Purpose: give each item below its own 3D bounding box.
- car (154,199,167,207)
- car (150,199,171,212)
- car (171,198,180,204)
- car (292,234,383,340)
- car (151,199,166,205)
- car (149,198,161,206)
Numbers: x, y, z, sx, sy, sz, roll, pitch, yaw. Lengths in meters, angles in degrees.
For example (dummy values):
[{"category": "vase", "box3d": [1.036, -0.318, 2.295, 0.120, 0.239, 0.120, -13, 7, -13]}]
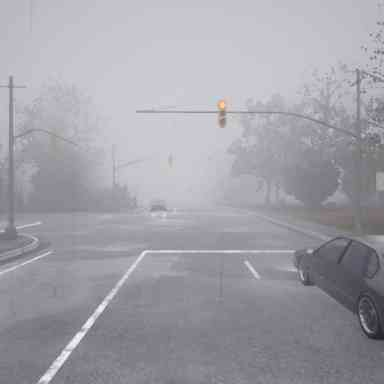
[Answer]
[{"category": "car", "box3d": [-5.584, 1.875, 58.619, 2.033, 1.411, 5.357, 0, -1, -9]}, {"category": "car", "box3d": [-3.947, 1.594, 40.178, 2.033, 1.411, 5.357, 0, 0, -3]}, {"category": "car", "box3d": [-4.535, 2.189, 83.014, 2.097, 1.767, 4.553, 0, -1, -22]}, {"category": "car", "box3d": [3.592, 1.547, 6.458, 2.033, 1.411, 5.357, 0, 0, 0]}, {"category": "car", "box3d": [-8.315, 2.405, 83.071, 2.033, 1.411, 5.357, 0, -1, -25]}, {"category": "car", "box3d": [-7.945, 2.138, 71.122, 2.128, 1.511, 4.902, 0, -1, -13]}]
